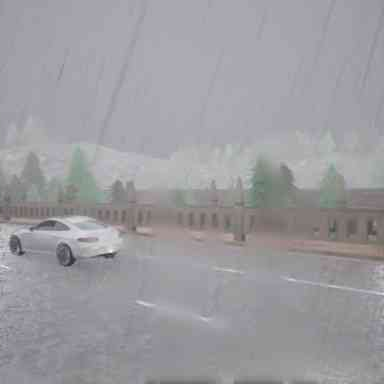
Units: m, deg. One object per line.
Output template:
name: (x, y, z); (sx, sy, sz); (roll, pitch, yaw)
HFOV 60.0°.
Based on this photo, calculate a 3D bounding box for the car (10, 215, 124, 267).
car: (-4.343, 1.532, 11.385); (4.674, 1.442, 1.812); (0, 0, 35)
